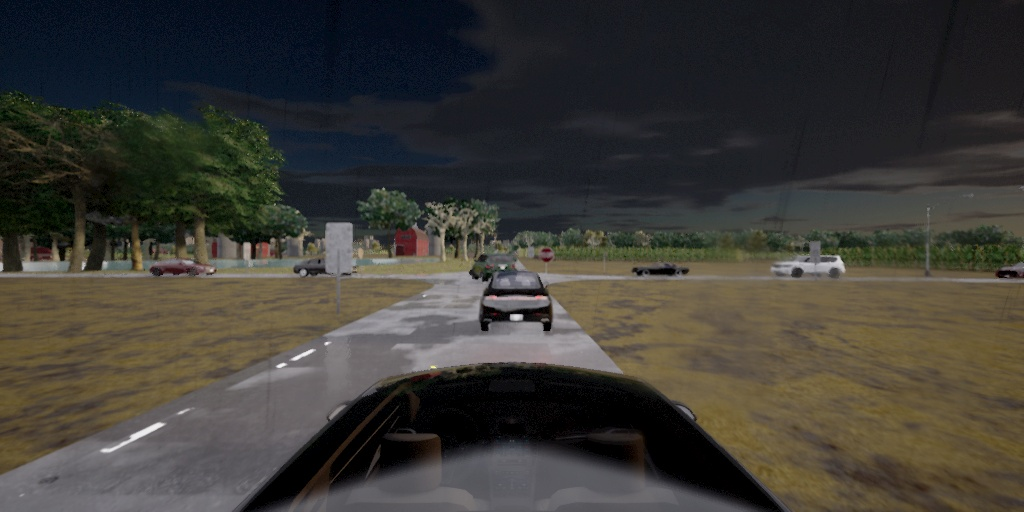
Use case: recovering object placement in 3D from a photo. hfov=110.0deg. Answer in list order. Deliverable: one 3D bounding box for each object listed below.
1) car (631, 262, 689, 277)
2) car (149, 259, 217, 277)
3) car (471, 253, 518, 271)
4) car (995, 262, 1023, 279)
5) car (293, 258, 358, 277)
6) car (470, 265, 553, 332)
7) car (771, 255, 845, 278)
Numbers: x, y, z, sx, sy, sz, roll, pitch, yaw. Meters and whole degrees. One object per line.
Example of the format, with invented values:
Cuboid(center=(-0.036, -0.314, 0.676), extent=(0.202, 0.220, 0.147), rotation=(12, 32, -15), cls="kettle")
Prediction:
Cuboid(center=(13.297, 1.221, 32.432), extent=(4.718, 1.301, 1.895), rotation=(0, -1, -1), cls="car")
Cuboid(center=(-27.039, 0.928, 29.496), extent=(4.674, 1.442, 1.812), rotation=(0, -1, 0), cls="car")
Cuboid(center=(-1.389, 0.775, 25.484), extent=(2.150, 2.045, 5.566), rotation=(0, 1, -17), cls="car")
Cuboid(center=(46.977, 1.260, 32.403), extent=(4.553, 1.767, 2.097), rotation=(0, -1, 0), cls="car")
Cuboid(center=(-15.289, 0.945, 29.557), extent=(4.892, 1.490, 1.837), rotation=(0, -1, -2), cls="car")
Cuboid(center=(0.099, 1.173, 10.604), extent=(2.128, 1.511, 4.902), rotation=(0, 0, 0), cls="car")
Cuboid(center=(26.778, 0.946, 32.471), extent=(5.566, 2.045, 2.150), rotation=(1, -1, 0), cls="car")
